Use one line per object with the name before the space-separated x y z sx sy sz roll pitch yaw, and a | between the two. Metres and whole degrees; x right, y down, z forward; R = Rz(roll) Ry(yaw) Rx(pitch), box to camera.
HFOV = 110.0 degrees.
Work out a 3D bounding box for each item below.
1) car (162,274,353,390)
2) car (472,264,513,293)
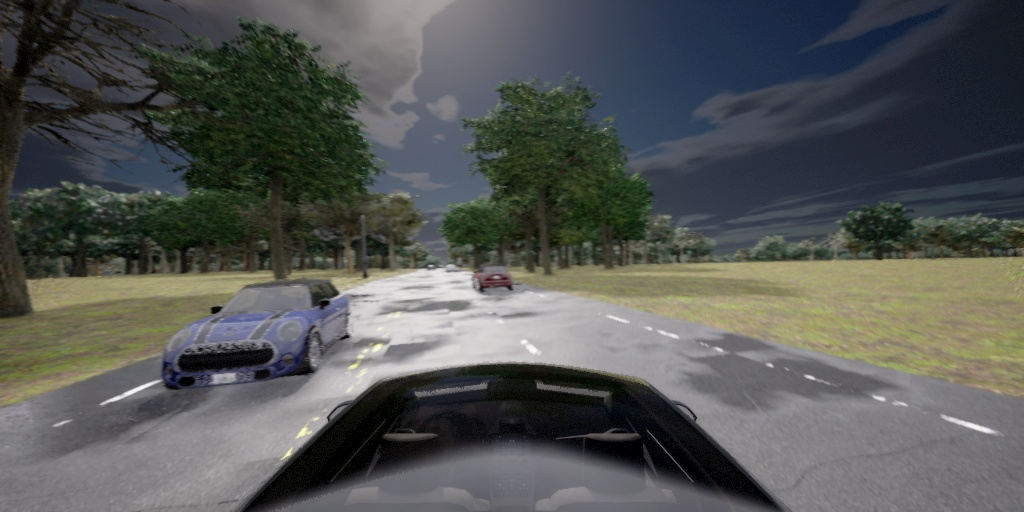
car | -4.950 1.329 7.720 2.097 1.767 4.553 -2 0 -13
car | -1.400 1.328 23.519 2.097 1.767 4.553 -2 0 -13
